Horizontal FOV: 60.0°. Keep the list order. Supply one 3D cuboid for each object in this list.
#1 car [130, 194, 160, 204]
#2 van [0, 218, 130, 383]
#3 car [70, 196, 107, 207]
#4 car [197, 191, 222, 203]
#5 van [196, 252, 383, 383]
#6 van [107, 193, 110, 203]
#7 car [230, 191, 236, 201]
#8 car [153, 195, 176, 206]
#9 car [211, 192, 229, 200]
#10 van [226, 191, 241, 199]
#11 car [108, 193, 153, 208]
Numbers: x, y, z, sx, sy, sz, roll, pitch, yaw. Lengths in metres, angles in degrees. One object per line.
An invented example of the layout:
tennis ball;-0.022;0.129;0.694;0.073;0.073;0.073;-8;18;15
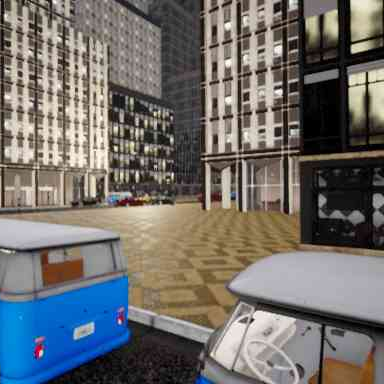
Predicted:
car;-7.388;1.124;52.873;1.752;1.417;4.829;0;0;36
van;-2.719;1.321;4.833;3.998;1.788;1.690;0;-1;36
car;-13.960;1.249;43.915;1.947;1.339;4.313;0;0;36
car;2.824;0.790;52.628;2.192;1.841;5.009;0;0;36
van;1.819;1.344;1.591;3.998;1.788;1.690;0;-1;36
van;-10.625;0.981;48.461;1.690;1.788;3.998;0;0;36
car;6.160;0.982;57.176;2.008;1.369;4.403;0;0;36
car;-3.844;1.111;43.538;2.008;1.369;4.403;0;0;36
car;6.056;0.863;71.202;1.967;1.590;4.097;0;0;36
van;9.391;0.719;75.749;1.690;1.788;3.998;0;0;36
car;-7.178;1.148;38.992;1.887;1.381;4.507;0;0;36
